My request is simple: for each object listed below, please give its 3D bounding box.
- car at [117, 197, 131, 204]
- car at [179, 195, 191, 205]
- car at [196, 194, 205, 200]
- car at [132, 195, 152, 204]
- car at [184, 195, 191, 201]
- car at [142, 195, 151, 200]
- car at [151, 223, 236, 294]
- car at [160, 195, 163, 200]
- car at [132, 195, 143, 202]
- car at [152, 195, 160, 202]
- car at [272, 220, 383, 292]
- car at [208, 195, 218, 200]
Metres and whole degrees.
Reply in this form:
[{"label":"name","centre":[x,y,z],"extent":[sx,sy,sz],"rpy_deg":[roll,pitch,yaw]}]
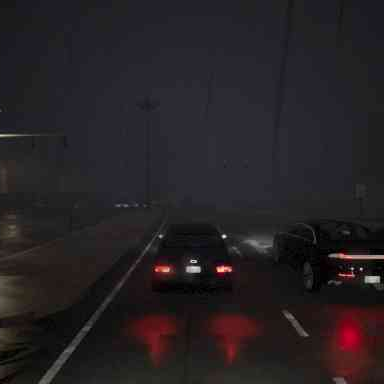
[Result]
[{"label":"car","centre":[-12.756,1.601,62.574],"extent":[1.895,1.301,4.718],"rpy_deg":[0,0,1]},{"label":"car","centre":[-1.213,1.563,58.437],"extent":[1.994,1.385,4.181],"rpy_deg":[0,0,0]},{"label":"car","centre":[2.326,1.496,89.406],"extent":[1.837,1.490,4.892],"rpy_deg":[0,0,0]},{"label":"car","centre":[-9.271,1.354,61.803],"extent":[2.097,1.767,4.553],"rpy_deg":[0,0,0]},{"label":"car","centre":[-1.174,1.534,89.329],"extent":[2.033,1.411,5.357],"rpy_deg":[0,0,0]},{"label":"car","centre":[-12.670,1.485,92.866],"extent":[1.895,1.301,4.718],"rpy_deg":[0,0,0]},{"label":"car","centre":[0.019,1.547,8.953],"extent":[2.033,1.411,5.357],"rpy_deg":[0,0,0]},{"label":"car","centre":[-9.172,1.512,91.650],"extent":[1.895,1.301,4.718],"rpy_deg":[0,0,0]},{"label":"car","centre":[-12.689,1.524,77.576],"extent":[1.812,1.442,4.674],"rpy_deg":[0,0,0]},{"label":"car","centre":[-9.190,1.478,76.775],"extent":[1.882,1.535,5.008],"rpy_deg":[0,0,0]},{"label":"car","centre":[3.518,1.491,8.901],"extent":[2.128,1.511,4.902],"rpy_deg":[0,0,0]},{"label":"car","centre":[5.826,1.472,89.336],"extent":[1.882,1.535,5.008],"rpy_deg":[0,0,0]}]
